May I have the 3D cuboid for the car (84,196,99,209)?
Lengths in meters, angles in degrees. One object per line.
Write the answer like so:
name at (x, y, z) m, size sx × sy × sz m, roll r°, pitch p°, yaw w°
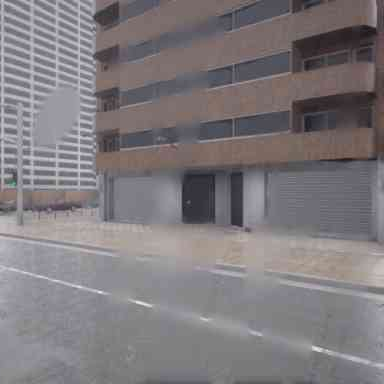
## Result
car at (-13.825, 1.564, 45.600) m, size 1.994 × 1.385 × 4.181 m, roll 0°, pitch 0°, yaw 35°

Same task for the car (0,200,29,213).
car at (-19.519, 1.547, 37.400) m, size 2.033 × 1.411 × 5.357 m, roll 0°, pitch 0°, yaw 35°

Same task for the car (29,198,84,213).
car at (-15.148, 1.478, 37.560) m, size 1.882 × 1.535 × 5.008 m, roll 0°, pitch 0°, yaw 35°
